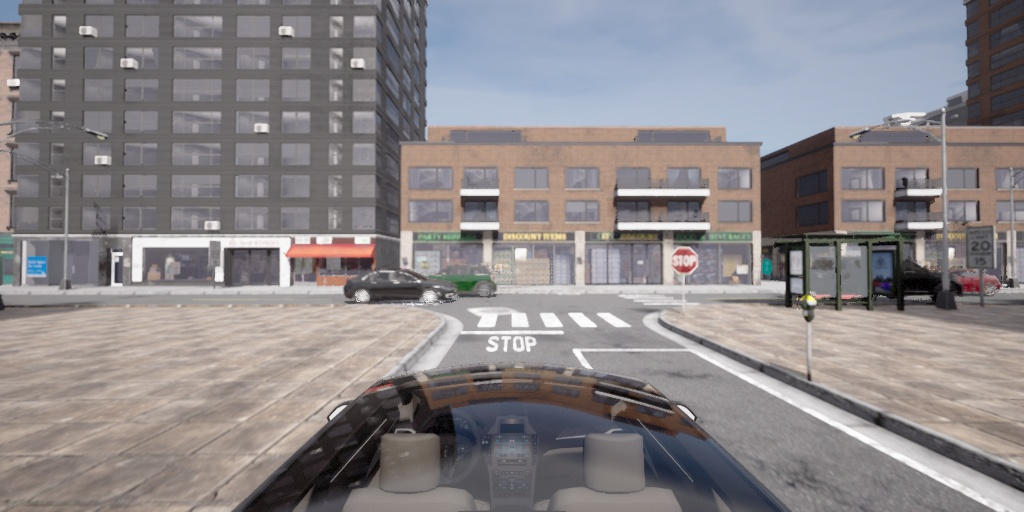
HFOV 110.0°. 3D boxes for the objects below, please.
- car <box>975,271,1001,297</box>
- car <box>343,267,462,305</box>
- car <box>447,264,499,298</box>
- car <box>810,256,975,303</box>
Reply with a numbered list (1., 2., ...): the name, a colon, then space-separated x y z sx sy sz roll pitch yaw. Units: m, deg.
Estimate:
1. car: 22.864 1.363 19.039 4.674 1.442 1.812 0 -1 0
2. car: -4.927 1.351 16.025 4.892 1.490 1.837 0 -1 0
3. car: -2.996 1.235 18.986 4.553 1.767 2.097 0 -1 0
4. car: 16.472 1.028 16.076 5.566 2.045 2.150 0 -1 0
